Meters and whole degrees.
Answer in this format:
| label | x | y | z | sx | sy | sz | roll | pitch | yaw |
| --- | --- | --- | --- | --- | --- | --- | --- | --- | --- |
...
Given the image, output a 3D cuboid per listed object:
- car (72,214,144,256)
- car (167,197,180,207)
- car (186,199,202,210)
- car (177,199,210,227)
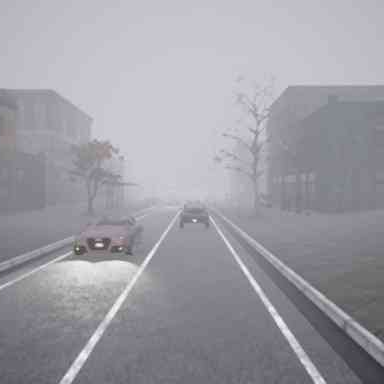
| label | x | y | z | sx | sy | sz | roll | pitch | yaw |
| --- | --- | --- | --- | --- | --- | --- | --- | --- | --- |
| car | -3.058 | 1.552 | 12.945 | 1.994 | 1.385 | 4.181 | 0 | 0 | 0 |
| car | -2.896 | 1.551 | 53.458 | 2.128 | 1.511 | 4.902 | 0 | -1 | 1 |
| car | 0.236 | 1.554 | 42.239 | 1.895 | 1.301 | 4.718 | 0 | 0 | 0 |
| car | 0.172 | 1.480 | 22.626 | 1.837 | 1.490 | 4.892 | 0 | 0 | 0 |
